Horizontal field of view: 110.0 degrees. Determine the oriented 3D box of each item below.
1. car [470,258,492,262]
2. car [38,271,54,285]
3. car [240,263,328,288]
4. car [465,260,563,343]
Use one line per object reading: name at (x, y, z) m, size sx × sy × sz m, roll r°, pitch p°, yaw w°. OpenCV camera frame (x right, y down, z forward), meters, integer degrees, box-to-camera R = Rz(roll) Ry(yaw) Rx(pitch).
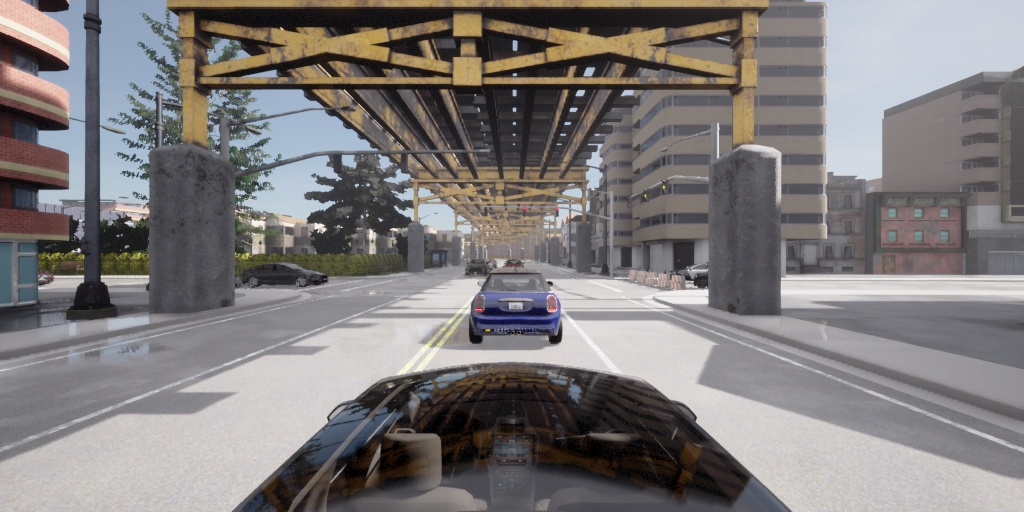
car at (-3.503, 1.050, 36.789) m, size 2.097 × 1.767 × 4.553 m, roll 0°, pitch 0°, yaw 1°
car at (-31.997, 1.180, 22.581) m, size 4.674 × 1.442 × 1.812 m, roll 0°, pitch 0°, yaw 0°
car at (-14.183, 1.198, 22.480) m, size 4.892 × 1.490 × 1.837 m, roll 0°, pitch 0°, yaw -1°
car at (0.100, 1.093, 9.843) m, size 2.097 × 1.767 × 4.553 m, roll 0°, pitch 0°, yaw 1°
